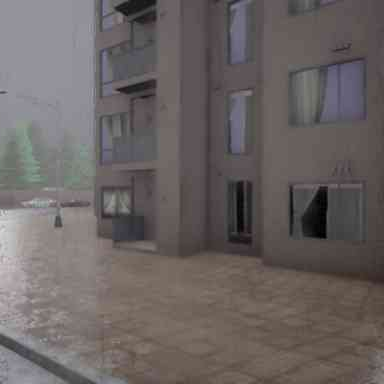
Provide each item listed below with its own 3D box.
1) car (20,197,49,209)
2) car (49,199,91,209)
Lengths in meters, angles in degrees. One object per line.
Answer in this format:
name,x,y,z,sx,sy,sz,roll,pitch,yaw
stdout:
car,-20.108,1.438,43.683,1.812,1.442,4.674,0,0,31
car,-15.858,1.521,43.951,1.895,1.301,4.718,0,0,33
